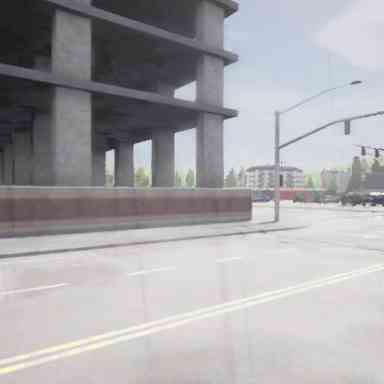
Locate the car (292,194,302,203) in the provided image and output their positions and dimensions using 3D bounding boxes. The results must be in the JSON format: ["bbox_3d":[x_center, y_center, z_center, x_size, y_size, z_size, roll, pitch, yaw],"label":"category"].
[{"bbox_3d":[22.106,1.254,66.429,4.605,1.855,1.932,0,0,-35],"label":"car"}]

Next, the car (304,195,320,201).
[{"bbox_3d":[29.574,1.492,82.060,3.905,1.438,1.784,0,0,-35],"label":"car"}]

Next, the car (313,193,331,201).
[{"bbox_3d":[31.195,1.281,79.659,4.605,1.855,1.932,0,0,-35],"label":"car"}]

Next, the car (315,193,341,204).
[{"bbox_3d":[25.368,1.497,61.903,3.806,1.475,1.970,0,0,-35],"label":"car"}]

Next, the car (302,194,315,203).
[{"bbox_3d":[23.696,1.465,64.267,3.905,1.438,1.784,0,0,-35],"label":"car"}]
